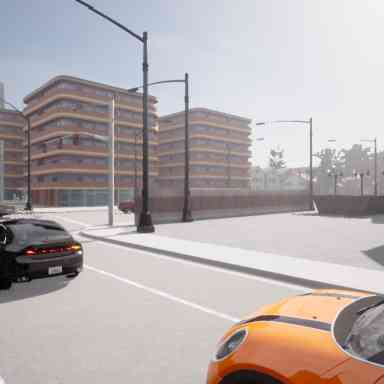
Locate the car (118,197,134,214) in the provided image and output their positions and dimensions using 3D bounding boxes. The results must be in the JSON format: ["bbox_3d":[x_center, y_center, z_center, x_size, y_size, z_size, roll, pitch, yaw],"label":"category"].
[{"bbox_3d":[-5.254,1.218,36.008,5.566,2.045,2.150,-1,1,-44],"label":"car"}]

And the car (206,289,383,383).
[{"bbox_3d":[2.278,1.352,2.333,4.553,1.767,2.097,0,0,40],"label":"car"}]

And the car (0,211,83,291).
[{"bbox_3d":[-4.717,1.505,9.221,1.837,1.490,4.892,0,0,-43],"label":"car"}]

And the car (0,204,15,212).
[{"bbox_3d":[-17.469,1.511,27.290,5.357,1.411,2.033,0,0,-8],"label":"car"}]
